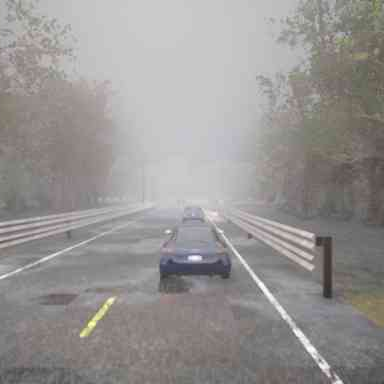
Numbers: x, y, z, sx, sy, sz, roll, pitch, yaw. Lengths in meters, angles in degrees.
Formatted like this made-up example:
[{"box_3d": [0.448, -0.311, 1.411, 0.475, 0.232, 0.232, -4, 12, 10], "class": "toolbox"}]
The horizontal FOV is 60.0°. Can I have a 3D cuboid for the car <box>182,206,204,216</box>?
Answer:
[{"box_3d": [0.108, 1.912, 29.053, 2.033, 1.411, 5.357, 0, -1, 0], "class": "car"}]

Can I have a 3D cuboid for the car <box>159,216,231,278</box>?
[{"box_3d": [0.088, 1.699, 10.583, 1.994, 1.385, 4.181, 0, -1, 0], "class": "car"}]
